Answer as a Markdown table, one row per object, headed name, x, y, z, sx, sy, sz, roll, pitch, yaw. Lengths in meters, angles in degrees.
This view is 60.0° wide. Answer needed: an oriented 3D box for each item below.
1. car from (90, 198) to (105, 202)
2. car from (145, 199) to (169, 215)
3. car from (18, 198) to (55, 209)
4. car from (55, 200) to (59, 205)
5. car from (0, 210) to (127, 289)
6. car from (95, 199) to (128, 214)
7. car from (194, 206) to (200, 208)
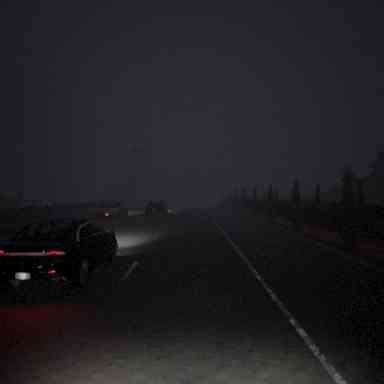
| name | x | y | z | sx | sy | sz | roll | pitch | yaw |
| --- | --- | --- | --- | --- | --- | --- | --- | --- | --- |
| car | -14.084 | 1.614 | 50.348 | 2.128 | 1.511 | 4.902 | 0 | -2 | 0 |
| car | -3.405 | 1.425 | 32.464 | 2.128 | 1.511 | 4.902 | 0 | 0 | 0 |
| car | -17.601 | 1.445 | 37.472 | 1.812 | 1.442 | 4.674 | 0 | 0 | 0 |
| car | -21.075 | 1.596 | 48.313 | 2.033 | 1.411 | 5.357 | 0 | -2 | 0 |
| car | -3.401 | 1.473 | 9.124 | 2.128 | 1.511 | 4.902 | 0 | 0 | 0 |
| car | -6.905 | 1.541 | 29.233 | 1.895 | 1.301 | 4.718 | 0 | 0 | 0 |
| car | 1.213 | 4.110 | 76.749 | 1.812 | 1.442 | 4.674 | 0 | -7 | 0 |
